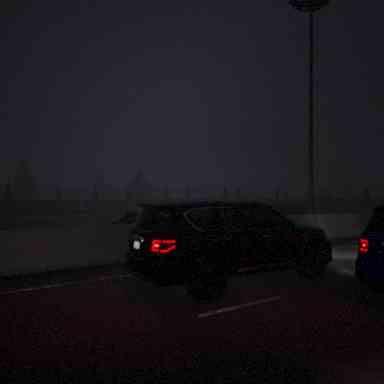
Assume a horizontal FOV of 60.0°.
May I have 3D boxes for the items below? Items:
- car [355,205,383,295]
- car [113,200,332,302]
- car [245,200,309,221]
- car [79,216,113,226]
[{"bbox_3d":[6.027,1.241,7.313,5.566,2.045,2.150,0,0,-30],"label":"car"},{"bbox_3d":[1.103,1.225,8.466,5.566,2.045,2.150,0,0,-32],"label":"car"},{"bbox_3d":[7.052,1.502,27.495,5.008,1.535,1.882,0,0,-23],"label":"car"},{"bbox_3d":[-2.690,1.518,14.519,4.674,1.442,1.812,0,0,-31],"label":"car"}]
